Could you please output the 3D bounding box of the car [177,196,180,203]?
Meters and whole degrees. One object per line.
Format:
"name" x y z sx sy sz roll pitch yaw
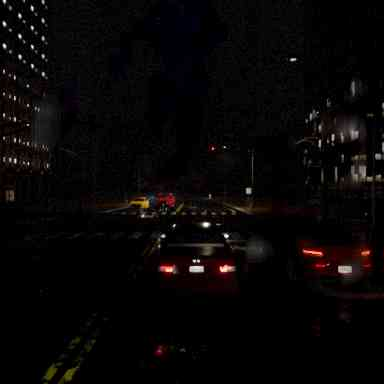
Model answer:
"car" -3.420 1.432 53.393 2.128 1.511 4.902 0 0 0

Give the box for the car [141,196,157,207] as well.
"car" -6.670 1.419 52.585 1.882 1.535 5.008 0 0 0

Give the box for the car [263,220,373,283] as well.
"car" 3.334 1.522 9.559 1.812 1.442 4.674 0 0 0

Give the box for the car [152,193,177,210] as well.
"car" -3.408 1.183 42.426 2.150 2.045 5.566 0 0 0

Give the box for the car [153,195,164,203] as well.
"car" -6.694 1.387 67.157 1.882 1.535 5.008 0 0 0

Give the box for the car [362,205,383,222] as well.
"car" 16.075 1.616 26.858 4.181 1.385 1.994 0 0 1

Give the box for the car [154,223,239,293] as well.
"car" 0.085 1.544 8.974 2.033 1.411 5.357 0 0 0

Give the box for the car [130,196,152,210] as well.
"car" -6.659 1.440 42.380 1.882 1.535 5.008 0 0 0

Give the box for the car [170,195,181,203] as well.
"car" -3.440 1.453 68.841 2.033 1.411 5.357 0 0 -1
